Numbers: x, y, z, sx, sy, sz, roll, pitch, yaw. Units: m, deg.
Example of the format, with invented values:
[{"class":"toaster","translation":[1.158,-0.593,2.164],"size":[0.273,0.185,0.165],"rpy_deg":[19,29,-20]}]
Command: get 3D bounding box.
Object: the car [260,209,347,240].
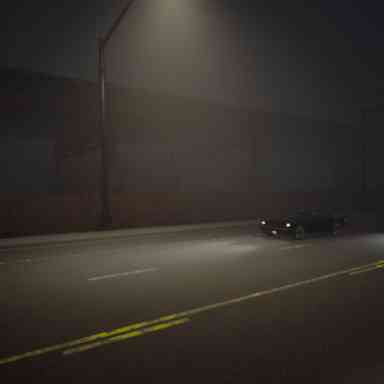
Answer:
[{"class":"car","translation":[5.593,1.534,16.571],"size":[4.718,1.301,1.895],"rpy_deg":[0,0,-35]}]
